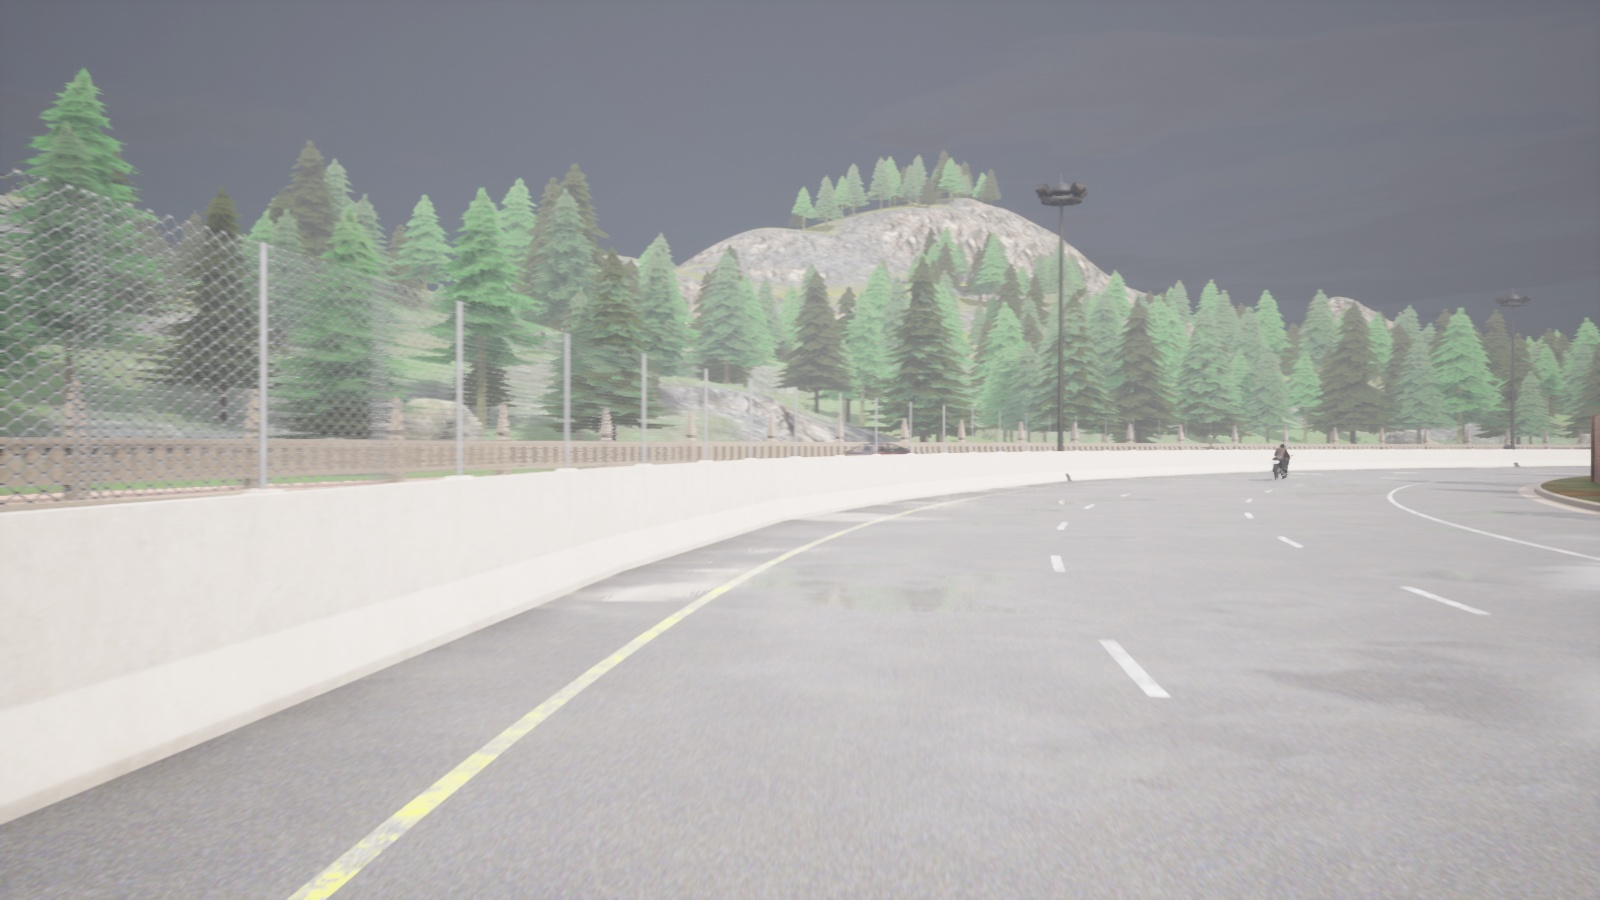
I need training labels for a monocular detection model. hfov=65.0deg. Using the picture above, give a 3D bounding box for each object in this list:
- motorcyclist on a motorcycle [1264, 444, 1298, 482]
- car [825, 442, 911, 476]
[{"bbox_3d":[19.795,0.531,51.695,0.797,1.523,2.044,2,1,35],"label":"motorcyclist on a motorcycle"},{"bbox_3d":[3.182,0.383,58.158,2.007,1.525,4.514,0,0,33],"label":"car"}]
